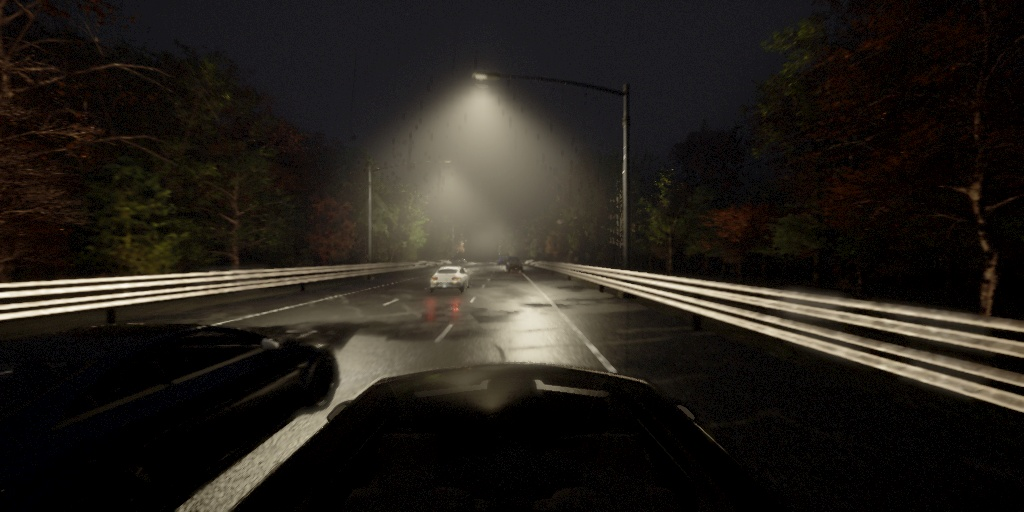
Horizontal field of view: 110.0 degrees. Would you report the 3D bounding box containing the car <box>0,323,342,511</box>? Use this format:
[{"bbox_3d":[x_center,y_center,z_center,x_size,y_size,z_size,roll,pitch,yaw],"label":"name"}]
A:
[{"bbox_3d":[-3.408,1.321,3.407,1.994,1.385,4.181,0,0,0],"label":"car"}]

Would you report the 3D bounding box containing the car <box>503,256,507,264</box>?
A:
[{"bbox_3d":[0.130,1.114,56.354,2.150,2.045,5.566,0,0,-2],"label":"car"}]

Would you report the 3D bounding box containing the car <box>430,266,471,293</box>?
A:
[{"bbox_3d":[-3.495,1.309,20.769,1.812,1.442,4.674,0,0,-1],"label":"car"}]

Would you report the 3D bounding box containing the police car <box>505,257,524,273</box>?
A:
[{"bbox_3d":[0.444,1.273,46.373,1.930,1.638,5.238,0,0,-2],"label":"police car"}]
